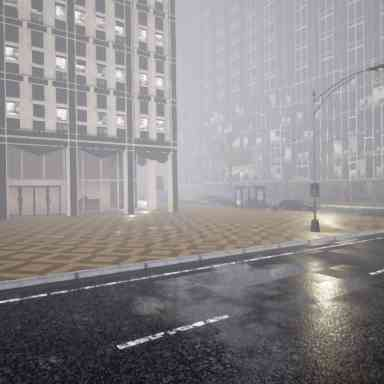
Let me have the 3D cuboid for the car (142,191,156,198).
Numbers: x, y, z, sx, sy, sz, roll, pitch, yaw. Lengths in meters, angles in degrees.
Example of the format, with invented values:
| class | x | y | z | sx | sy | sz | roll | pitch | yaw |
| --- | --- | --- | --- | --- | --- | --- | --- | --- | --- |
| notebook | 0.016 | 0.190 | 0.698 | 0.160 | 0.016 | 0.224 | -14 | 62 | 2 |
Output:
| class | x | y | z | sx | sy | sz | roll | pitch | yaw |
| --- | --- | --- | --- | --- | --- | --- | --- | --- | --- |
| car | -10.689 | 0.686 | 82.625 | 1.967 | 1.590 | 4.097 | 0 | 1 | -35 |

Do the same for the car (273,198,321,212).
| class | x | y | z | sx | sy | sz | roll | pitch | yaw |
| --- | --- | --- | --- | --- | --- | --- | --- | --- | --- |
| car | 11.297 | 1.424 | 35.665 | 1.947 | 1.339 | 4.313 | 0 | 1 | -35 |

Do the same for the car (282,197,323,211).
| class | x | y | z | sx | sy | sz | roll | pitch | yaw |
| --- | --- | --- | --- | --- | --- | --- | --- | --- | --- |
| car | 12.713 | 1.366 | 38.391 | 1.994 | 1.385 | 4.181 | -1 | 1 | -34 |

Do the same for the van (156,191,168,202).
| class | x | y | z | sx | sy | sz | roll | pitch | yaw |
| --- | --- | --- | --- | --- | --- | --- | --- | --- | --- |
| van | -4.705 | 0.937 | 59.146 | 1.690 | 1.788 | 3.998 | 0 | 1 | -35 |

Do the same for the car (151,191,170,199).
| class | x | y | z | sx | sy | sz | roll | pitch | yaw |
| --- | --- | --- | --- | --- | --- | --- | --- | --- | --- |
| car | -7.467 | 0.615 | 77.941 | 2.192 | 1.841 | 5.009 | 0 | 1 | -35 |

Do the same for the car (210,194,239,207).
| class | x | y | z | sx | sy | sz | roll | pitch | yaw |
| --- | --- | --- | --- | --- | --- | --- | --- | --- | --- |
| car | 4.916 | 1.319 | 45.074 | 1.947 | 1.339 | 4.313 | 0 | 1 | -35 |

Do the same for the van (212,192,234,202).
| class | x | y | z | sx | sy | sz | roll | pitch | yaw |
| --- | --- | --- | --- | --- | --- | --- | --- | --- | --- |
| van | 5.420 | 0.855 | 59.213 | 1.690 | 1.788 | 3.998 | 0 | 1 | -35 |

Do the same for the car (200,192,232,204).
| class | x | y | z | sx | sy | sz | roll | pitch | yaw |
| --- | --- | --- | --- | --- | --- | --- | --- | --- | --- |
| car | 3.860 | 1.164 | 51.273 | 1.837 | 1.490 | 4.892 | -1 | 1 | -34 |

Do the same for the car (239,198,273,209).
| class | x | y | z | sx | sy | sz | roll | pitch | yaw |
| --- | --- | --- | --- | --- | --- | --- | --- | --- | --- |
| car | 8.089 | 1.388 | 40.359 | 1.802 | 1.307 | 4.206 | 0 | 1 | -35 |

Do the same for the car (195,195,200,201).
| class | x | y | z | sx | sy | sz | roll | pitch | yaw |
| --- | --- | --- | --- | --- | --- | --- | --- | --- | --- |
| car | 2.199 | 1.043 | 63.898 | 1.802 | 1.307 | 4.206 | 0 | 1 | -35 |

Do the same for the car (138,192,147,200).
| class | x | y | z | sx | sy | sz | roll | pitch | yaw |
| --- | --- | --- | --- | --- | --- | --- | --- | --- | --- |
| car | -11.149 | 1.039 | 68.513 | 2.008 | 1.369 | 4.403 | 0 | 1 | -35 |

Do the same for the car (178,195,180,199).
| class | x | y | z | sx | sy | sz | roll | pitch | yaw |
| --- | --- | --- | --- | --- | --- | --- | --- | --- | --- |
| car | -4.245 | 0.936 | 73.263 | 1.802 | 1.307 | 4.206 | 0 | 1 | -35 |
